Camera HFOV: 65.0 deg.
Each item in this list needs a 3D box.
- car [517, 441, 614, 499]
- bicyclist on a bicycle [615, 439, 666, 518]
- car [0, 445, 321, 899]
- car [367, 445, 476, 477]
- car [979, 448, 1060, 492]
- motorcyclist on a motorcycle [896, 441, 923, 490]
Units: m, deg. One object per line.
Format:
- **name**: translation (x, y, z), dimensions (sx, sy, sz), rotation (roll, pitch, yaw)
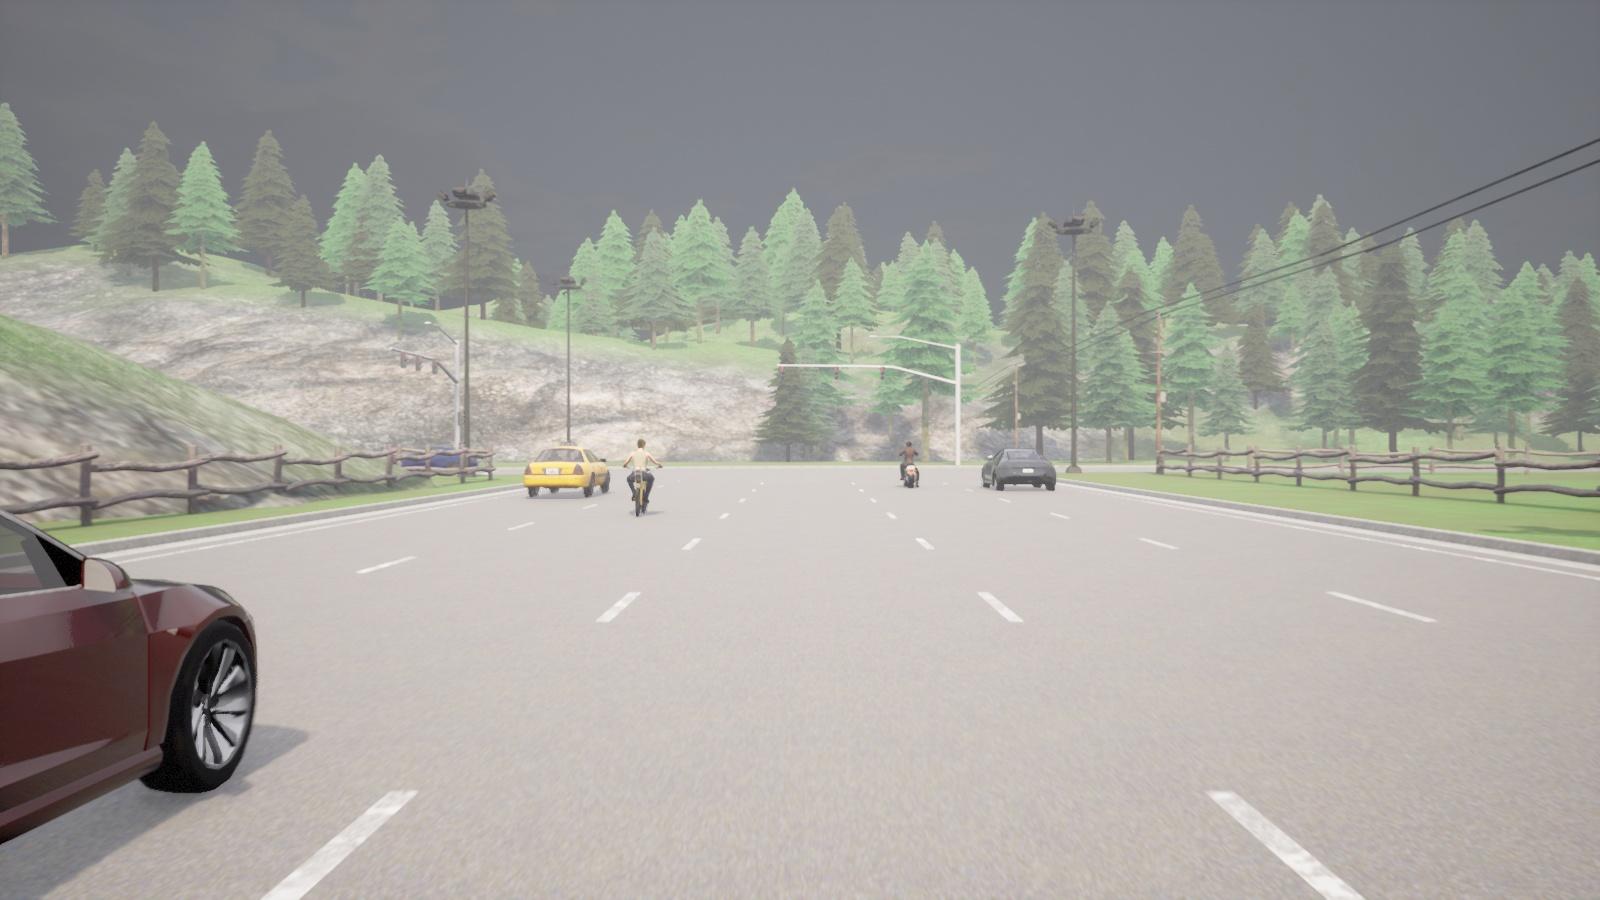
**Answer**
- **car**: translation (-6.775, 0.530, 36.798), dimensions (1.801, 1.575, 5.366), rotation (0, 0, 0)
- **bicyclist on a bicycle**: translation (-3.338, 0.573, 26.423), dimensions (0.866, 1.612, 1.509), rotation (0, 0, 1)
- **car**: translation (-3.463, 0.728, 3.819), dimensions (2.163, 1.488, 4.792), rotation (0, 0, 0)
- **car**: translation (-17.512, 0.521, 58.245), dimensions (4.674, 1.442, 1.812), rotation (0, 0, -10)
- **car**: translation (7.255, 0.645, 41.889), dimensions (1.994, 1.385, 4.181), rotation (0, 0, 0)
- **motorcyclist on a motorcycle**: translation (3.763, 0.524, 43.328), dimensions (0.766, 1.649, 2.350), rotation (0, 0, 0)
